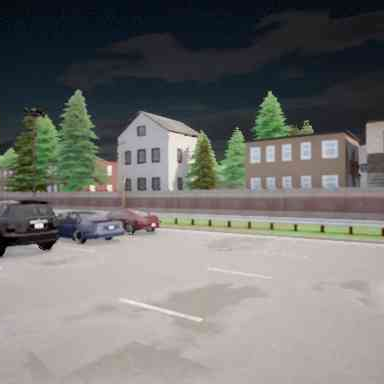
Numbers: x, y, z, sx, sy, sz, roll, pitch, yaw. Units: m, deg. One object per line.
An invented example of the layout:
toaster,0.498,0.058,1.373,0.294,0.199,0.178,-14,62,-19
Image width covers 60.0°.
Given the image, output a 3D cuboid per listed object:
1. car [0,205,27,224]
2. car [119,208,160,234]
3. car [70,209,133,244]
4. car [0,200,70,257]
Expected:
car,-16.117,1.839,28.273,4.181,1.385,1.994,-1,0,36
car,-3.971,1.661,19.607,4.674,1.442,1.812,0,0,36
car,-5.699,1.679,16.535,5.357,1.411,2.033,-1,0,36
car,-7.760,1.349,13.706,5.566,2.045,2.150,0,0,36
